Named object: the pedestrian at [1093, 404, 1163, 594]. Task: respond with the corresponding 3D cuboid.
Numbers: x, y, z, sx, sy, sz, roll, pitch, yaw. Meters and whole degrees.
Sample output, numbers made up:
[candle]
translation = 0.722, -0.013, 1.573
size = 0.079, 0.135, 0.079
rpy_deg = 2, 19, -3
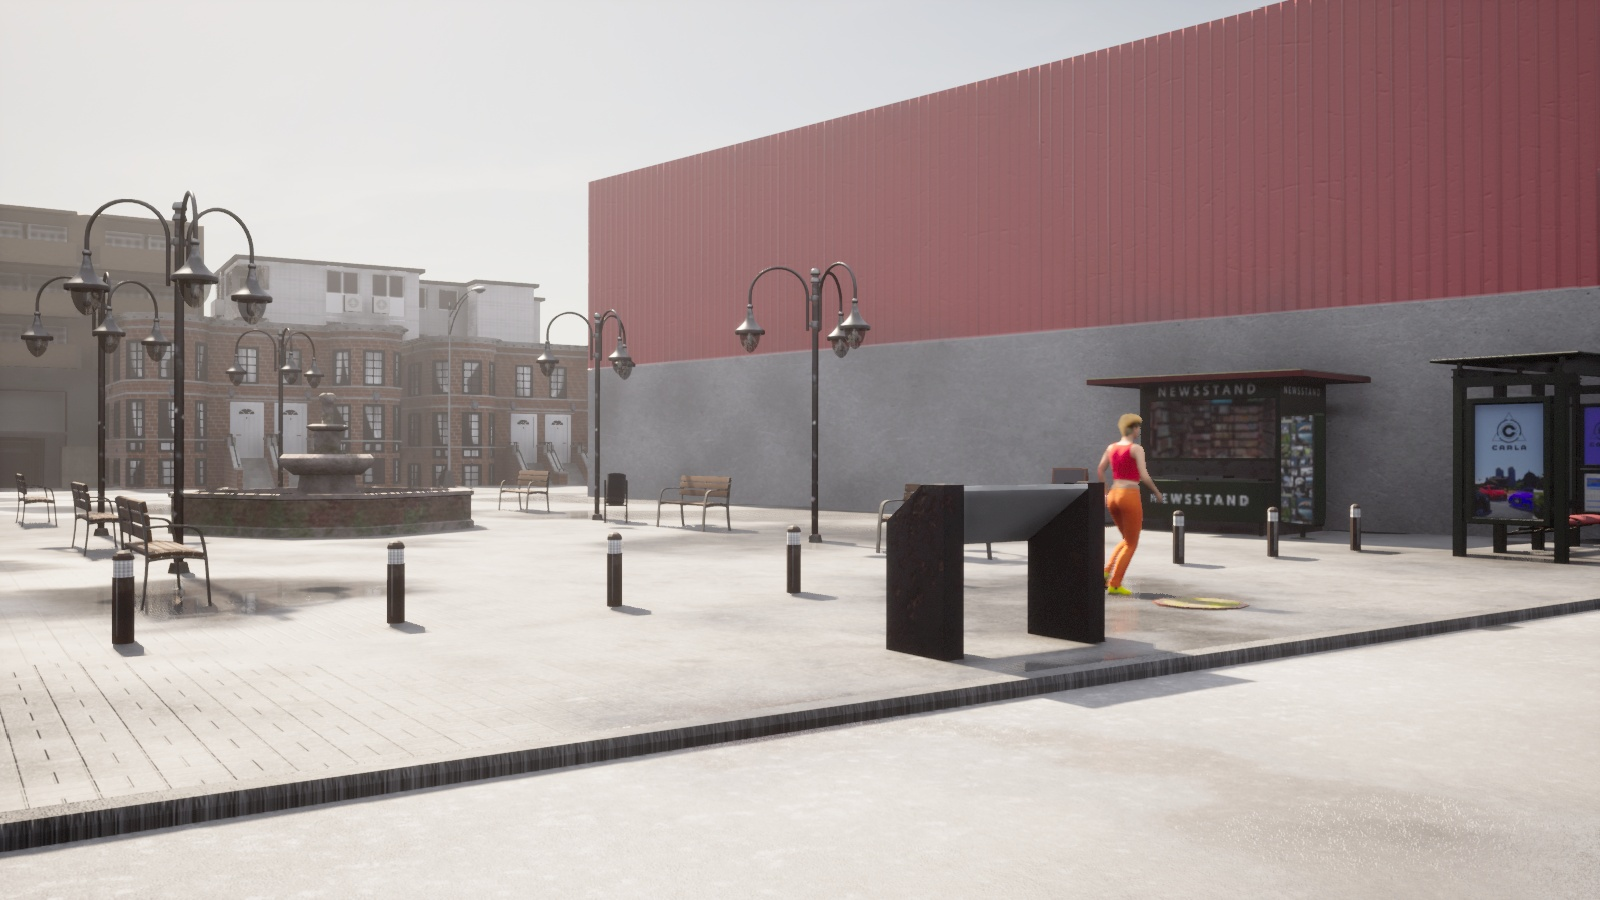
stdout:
[pedestrian]
translation = 3.251, 0.472, 12.445
size = 0.594, 1.836, 0.345
rpy_deg = 0, 0, -32
